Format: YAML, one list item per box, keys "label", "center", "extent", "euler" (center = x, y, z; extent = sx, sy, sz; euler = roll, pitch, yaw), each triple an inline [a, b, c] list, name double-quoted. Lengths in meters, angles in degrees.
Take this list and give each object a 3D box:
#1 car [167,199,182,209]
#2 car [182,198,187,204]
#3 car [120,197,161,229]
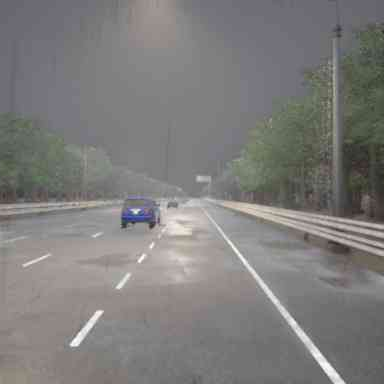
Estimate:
- label: "car"
  center: [-3.342, 2.155, 59.213]
  extent: [1.837, 1.490, 4.892]
  euler: [0, -1, 0]
- label: "car"
  center: [-3.067, 2.726, 94.387]
  extent: [1.994, 1.385, 4.181]
  euler: [0, -1, 1]
- label: "car"
  center: [-3.485, 1.387, 23.281]
  extent: [2.150, 2.045, 5.566]
  euler: [0, -1, 0]
